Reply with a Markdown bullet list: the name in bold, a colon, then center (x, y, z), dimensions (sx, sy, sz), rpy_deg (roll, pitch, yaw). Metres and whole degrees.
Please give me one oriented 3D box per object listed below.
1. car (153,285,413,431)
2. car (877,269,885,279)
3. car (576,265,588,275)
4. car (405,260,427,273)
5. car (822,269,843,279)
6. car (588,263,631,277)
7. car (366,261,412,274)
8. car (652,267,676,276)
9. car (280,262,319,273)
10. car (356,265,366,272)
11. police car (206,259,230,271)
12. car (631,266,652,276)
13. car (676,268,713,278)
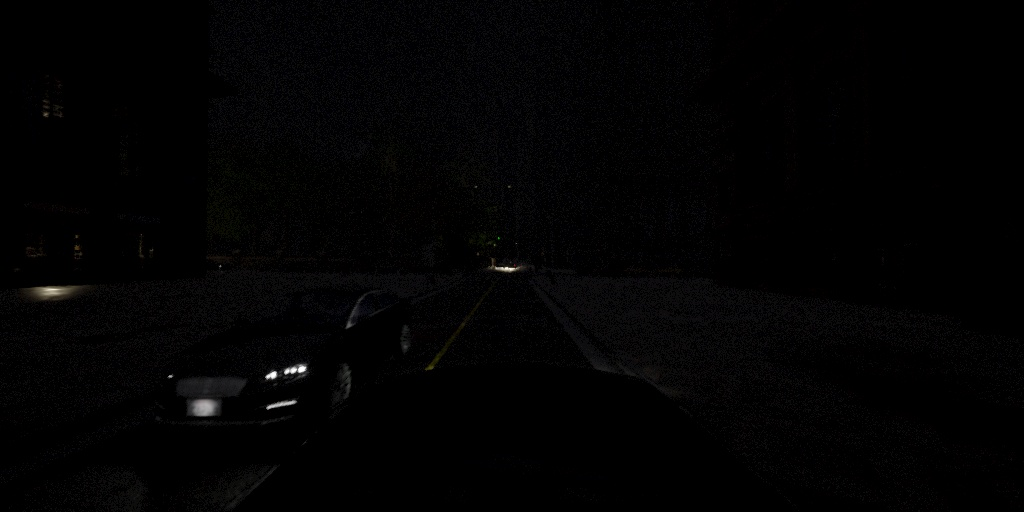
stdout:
- **car**: center (-3.100, 1.290, 6.064), dimensions (2.128, 1.511, 4.902), rpy_deg (0, -1, 0)
- **car**: center (45.094, 2.277, 43.625), dimensions (4.097, 1.591, 1.967), rpy_deg (0, 0, 0)
- **car**: center (11.868, 1.872, 52.253), dimensions (5.009, 1.841, 2.192), rpy_deg (0, 0, 0)
- **car**: center (-14.971, 1.492, 52.338), dimensions (5.009, 1.841, 2.192), rpy_deg (0, 0, 0)
- **car**: center (39.553, 2.353, 43.642), dimensions (4.207, 1.307, 1.802), rpy_deg (0, 0, 0)
- **car**: center (11.852, 1.852, 43.729), dimensions (4.097, 1.591, 1.967), rpy_deg (0, 0, 0)
- **car**: center (-14.985, 1.583, 43.814), dimensions (4.403, 1.370, 2.007), rpy_deg (0, 0, 0)
- **car**: center (22.779, 2.230, 52.219), dimensions (4.829, 1.417, 1.751), rpy_deg (0, 0, 0)
- **car**: center (-26.033, 1.435, 43.848), dimensions (4.313, 1.339, 1.948), rpy_deg (0, 0, 0)
- **car**: center (-20.495, 1.641, 52.355), dimensions (4.507, 1.381, 1.888), rpy_deg (0, 0, 0)
- **police car**: center (-39.617, 1.133, 46.667), dimensions (5.238, 1.638, 1.930), rpy_deg (1, -1, 0)
- **car**: center (17.239, 2.157, 52.237), dimensions (4.829, 1.417, 1.751), rpy_deg (0, 0, 0)
- **car**: center (22.932, 2.126, 43.694), dimensions (4.313, 1.339, 1.948), rpy_deg (0, 0, 0)
